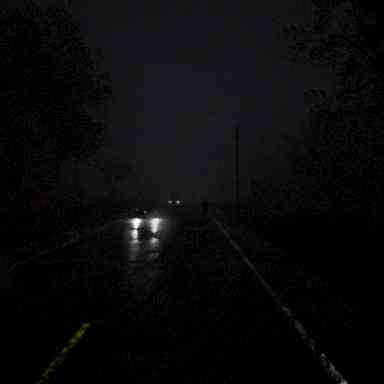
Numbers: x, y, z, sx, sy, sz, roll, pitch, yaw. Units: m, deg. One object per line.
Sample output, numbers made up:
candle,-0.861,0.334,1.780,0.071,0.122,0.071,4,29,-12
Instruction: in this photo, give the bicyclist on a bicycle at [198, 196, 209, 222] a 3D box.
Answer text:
bicyclist on a bicycle,0.946,1.299,23.591,0.582,1.620,1.656,0,0,0

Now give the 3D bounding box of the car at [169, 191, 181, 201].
car,-3.545,0.768,68.738,2.150,2.045,5.566,0,0,0

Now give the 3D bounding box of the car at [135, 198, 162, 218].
car,-3.603,1.323,28.124,1.837,1.490,4.892,0,0,0

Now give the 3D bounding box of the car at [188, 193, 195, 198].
car,-0.062,1.060,94.675,1.895,1.301,4.718,0,0,0

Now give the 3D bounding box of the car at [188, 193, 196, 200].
car,-0.052,1.077,79.260,2.033,1.411,5.357,0,0,0

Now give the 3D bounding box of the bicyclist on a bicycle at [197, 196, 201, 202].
bicyclist on a bicycle,0.955,1.214,34.576,0.866,1.612,1.509,0,0,0
